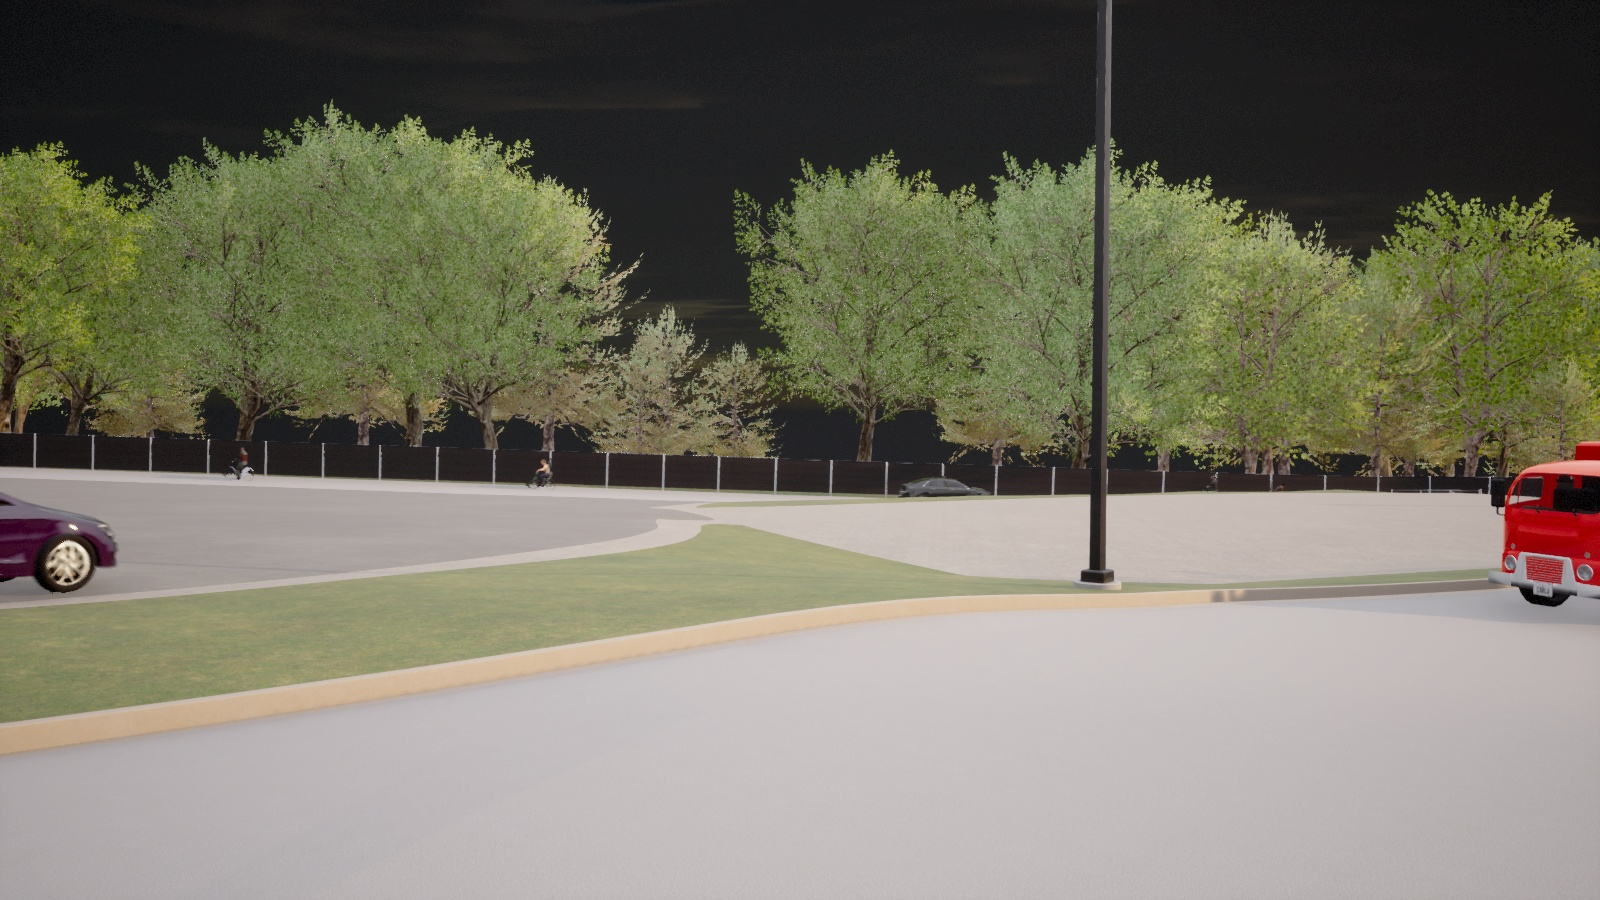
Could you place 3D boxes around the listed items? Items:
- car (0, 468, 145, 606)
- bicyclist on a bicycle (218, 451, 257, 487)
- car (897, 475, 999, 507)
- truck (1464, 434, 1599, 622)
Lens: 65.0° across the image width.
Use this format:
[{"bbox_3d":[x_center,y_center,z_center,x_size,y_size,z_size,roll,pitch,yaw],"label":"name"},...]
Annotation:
[{"bbox_3d":[-9.695,0.945,13.669,1.816,1.474,4.193,0,-1,31],"label":"car"},{"bbox_3d":[-29.144,0.959,65.070,1.843,1.776,0.659,2,2,17],"label":"bicyclist on a bicycle"},{"bbox_3d":[7.643,2.142,65.108,4.892,1.490,1.837,1,2,-10],"label":"car"},{"bbox_3d":[12.805,1.017,18.326,5.204,2.467,2.627,0,2,-20],"label":"truck"}]
